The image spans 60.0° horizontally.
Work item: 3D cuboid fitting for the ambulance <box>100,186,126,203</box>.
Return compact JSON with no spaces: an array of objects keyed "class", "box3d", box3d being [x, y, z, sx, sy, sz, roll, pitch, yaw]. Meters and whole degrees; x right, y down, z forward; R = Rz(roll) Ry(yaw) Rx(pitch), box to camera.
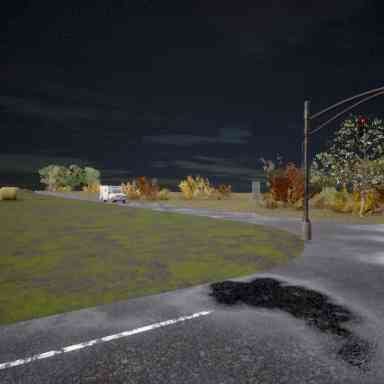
[{"class":"ambulance","box3d":[-11.912,0.341,50.044,2.351,2.431,6.366,2,0,-32]}]
